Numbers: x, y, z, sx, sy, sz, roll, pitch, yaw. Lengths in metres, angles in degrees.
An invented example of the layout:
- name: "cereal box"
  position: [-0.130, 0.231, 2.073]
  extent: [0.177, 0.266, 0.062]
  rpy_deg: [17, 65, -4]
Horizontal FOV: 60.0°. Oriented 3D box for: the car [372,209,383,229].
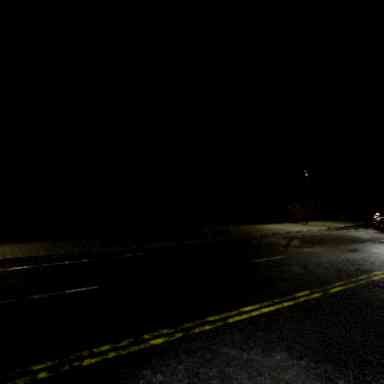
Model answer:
- name: "car"
  position: [13.530, 1.504, 21.276]
  extent: [4.553, 1.767, 2.097]
  rpy_deg: [0, 0, -35]
